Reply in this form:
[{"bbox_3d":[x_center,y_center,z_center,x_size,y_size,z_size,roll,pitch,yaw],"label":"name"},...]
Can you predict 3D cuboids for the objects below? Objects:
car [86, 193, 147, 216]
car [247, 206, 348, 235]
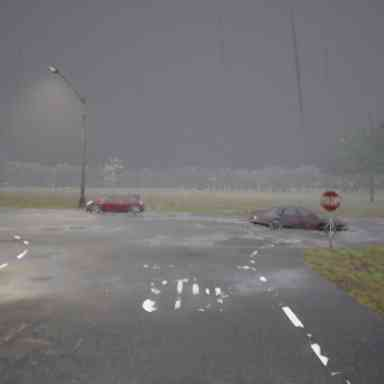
[{"bbox_3d":[-5.875,0.843,26.004,4.553,1.767,2.097,1,2,0],"label":"car"},{"bbox_3d":[5.925,1.537,19.000,5.357,1.411,2.033,3,1,0],"label":"car"}]
